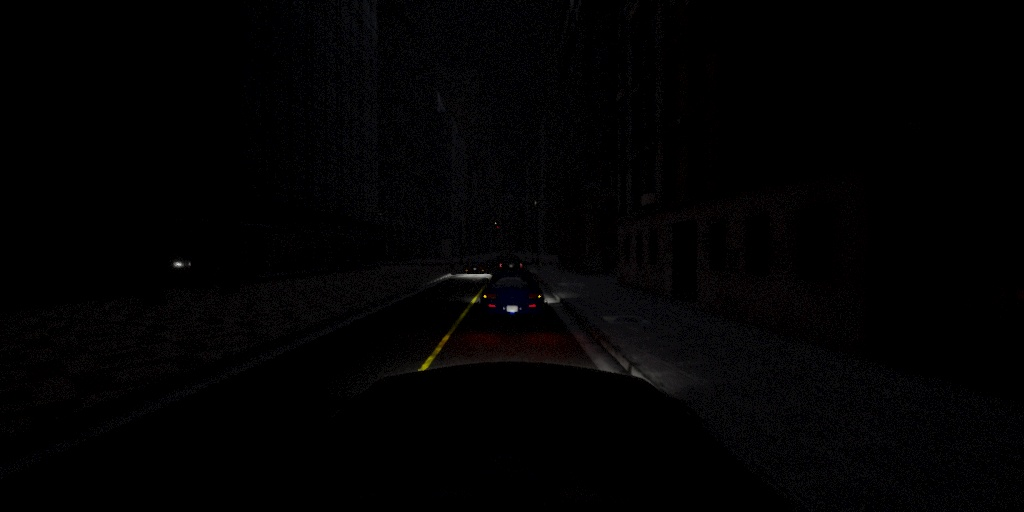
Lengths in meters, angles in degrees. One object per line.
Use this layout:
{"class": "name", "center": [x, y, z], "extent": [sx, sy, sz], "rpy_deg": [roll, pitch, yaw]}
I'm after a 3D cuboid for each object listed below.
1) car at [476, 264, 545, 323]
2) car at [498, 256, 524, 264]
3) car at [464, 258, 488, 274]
{"class": "car", "center": [0.016, 1.151, 11.470], "extent": [1.812, 1.442, 4.674], "rpy_deg": [0, 1, 0]}
{"class": "car", "center": [-0.073, 0.752, 29.631], "extent": [2.097, 1.767, 4.553], "rpy_deg": [0, 1, 0]}
{"class": "car", "center": [-3.262, 0.919, 33.402], "extent": [1.994, 1.385, 4.181], "rpy_deg": [0, 1, 0]}
